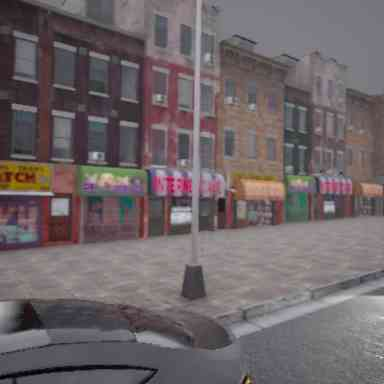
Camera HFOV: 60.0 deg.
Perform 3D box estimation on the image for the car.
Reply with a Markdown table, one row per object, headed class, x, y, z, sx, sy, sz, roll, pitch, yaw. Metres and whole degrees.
| class | x | y | z | sx | sy | sz | roll | pitch | yaw |
| --- | --- | --- | --- | --- | --- | --- | --- | --- | --- |
| car | -1.609 | 1.524 | 1.921 | 4.674 | 1.442 | 1.812 | 0 | 0 | -36 |
